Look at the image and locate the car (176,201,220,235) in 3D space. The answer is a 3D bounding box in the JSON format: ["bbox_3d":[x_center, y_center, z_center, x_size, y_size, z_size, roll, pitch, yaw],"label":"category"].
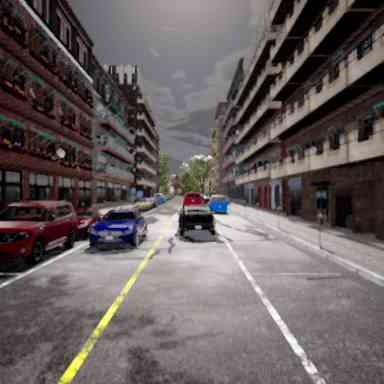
[{"bbox_3d":[0.205,1.440,18.331,1.837,1.490,4.892,0,0,-2],"label":"car"}]

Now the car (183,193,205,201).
[{"bbox_3d":[0.104,1.085,38.746,2.150,2.045,5.566,0,0,0],"label":"car"}]

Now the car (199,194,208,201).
[{"bbox_3d":[2.680,1.281,78.682,2.008,1.369,4.403,1,0,0],"label":"car"}]

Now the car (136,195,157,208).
[{"bbox_3d":[-5.673,1.389,39.555,1.752,1.417,4.829,1,0,0],"label":"car"}]

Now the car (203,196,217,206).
[{"bbox_3d":[2.688,1.369,50.827,1.887,1.381,4.507,1,0,0],"label":"car"}]

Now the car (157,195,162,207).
[{"bbox_3d":[-5.673,1.410,45.297,1.947,1.339,4.313,1,0,0],"label":"car"}]

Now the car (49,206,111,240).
[{"bbox_3d":[-5.677,1.521,17.442,1.802,1.307,4.206,1,0,0],"label":"car"}]

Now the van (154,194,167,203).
[{"bbox_3d":[-5.669,1.147,56.438,1.690,1.788,3.998,1,0,0],"label":"van"}]

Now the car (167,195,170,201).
[{"bbox_3d":[-5.670,1.338,62.009,2.008,1.369,4.403,1,0,0],"label":"car"}]

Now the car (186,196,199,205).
[{"bbox_3d":[0.108,1.353,56.219,2.033,1.411,5.357,0,0,0],"label":"car"}]

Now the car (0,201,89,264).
[{"bbox_3d":[-5.674,1.274,11.869,2.192,1.841,5.009,1,0,0],"label":"car"}]

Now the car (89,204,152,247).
[{"bbox_3d":[-3.099,1.474,14.810,1.812,1.442,4.674,0,0,0],"label":"car"}]

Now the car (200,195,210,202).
[{"bbox_3d":[2.678,1.350,67.540,1.802,1.307,4.206,1,0,0],"label":"car"}]

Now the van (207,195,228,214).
[{"bbox_3d":[2.712,1.223,34.113,1.690,1.788,3.998,1,0,0],"label":"van"}]

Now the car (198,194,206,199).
[{"bbox_3d":[2.852,1.224,95.396,2.008,1.369,4.403,1,0,0],"label":"car"}]

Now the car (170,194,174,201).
[{"bbox_3d":[-5.669,1.300,73.152,2.008,1.369,4.403,1,0,0],"label":"car"}]

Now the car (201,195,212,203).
[{"bbox_3d":[2.677,1.352,61.969,1.947,1.339,4.313,1,0,0],"label":"car"}]

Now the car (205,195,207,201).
[{"bbox_3d":[2.714,1.387,39.855,1.752,1.417,4.829,1,0,0],"label":"car"}]
